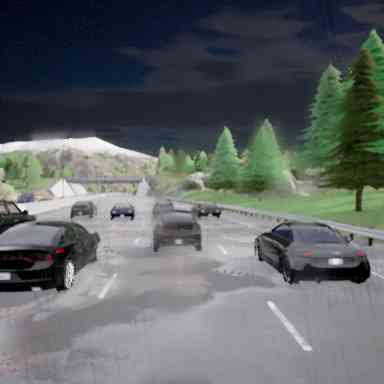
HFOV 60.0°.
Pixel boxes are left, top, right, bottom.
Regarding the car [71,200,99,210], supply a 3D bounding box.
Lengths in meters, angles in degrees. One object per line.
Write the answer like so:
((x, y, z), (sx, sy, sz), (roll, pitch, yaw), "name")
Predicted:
((-9.650, 1.536, 29.971), (1.837, 1.490, 4.892), (0, 0, -9), "car")

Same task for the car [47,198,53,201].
((-27.120, 1.698, 62.099), (1.895, 1.301, 4.718), (0, 0, -12), "car")

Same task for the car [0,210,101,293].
((-3.818, 1.492, 8.998), (1.882, 1.535, 5.008), (0, 0, -3), "car")

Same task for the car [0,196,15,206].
((-33.939, 1.613, 60.517), (1.882, 1.535, 5.008), (0, 0, -12), "car")

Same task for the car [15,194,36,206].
((-30.524, 1.347, 61.272), (2.150, 2.045, 5.566), (0, 0, -12), "car")

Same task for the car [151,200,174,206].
((-2.633, 1.487, 30.355), (2.128, 1.511, 4.902), (0, 0, -9), "car")

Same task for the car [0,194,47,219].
((-7.502, 1.255, 12.070), (2.150, 2.045, 5.566), (0, 0, -4), "car")

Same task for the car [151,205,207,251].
((-0.661, 1.500, 14.112), (1.837, 1.490, 4.892), (0, 0, -5), "car")

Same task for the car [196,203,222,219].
((1.142, 1.578, 29.002), (1.895, 1.301, 4.718), (0, 0, -9), "car")

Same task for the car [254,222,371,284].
((3.153, 1.543, 9.541), (1.994, 1.385, 4.181), (0, 0, -3), "car")

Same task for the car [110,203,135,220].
((-5.867, 1.614, 28.567), (1.895, 1.301, 4.718), (0, 0, -9), "car")
